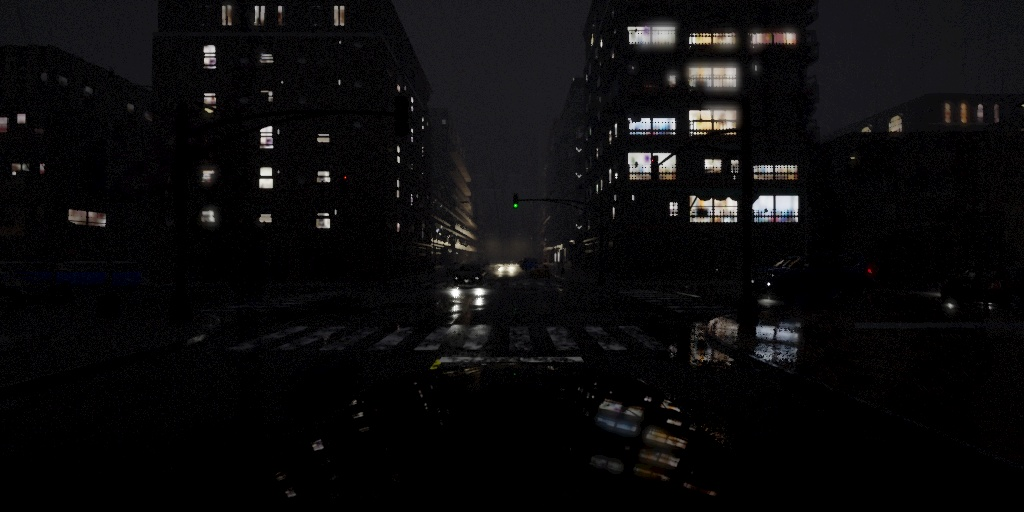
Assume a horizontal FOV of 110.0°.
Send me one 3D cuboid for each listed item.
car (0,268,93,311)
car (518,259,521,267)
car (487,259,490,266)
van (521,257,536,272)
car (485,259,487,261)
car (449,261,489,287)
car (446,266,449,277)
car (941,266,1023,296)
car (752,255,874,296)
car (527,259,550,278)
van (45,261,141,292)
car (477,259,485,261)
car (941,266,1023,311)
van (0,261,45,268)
[{"bbox_3d":[-19.369,1.290,13.618,4.403,1.370,2.007,0,0,1],"label":"car"},{"bbox_3d":[2.427,1.099,53.035,2.192,1.841,5.009,0,0,0],"label":"car"},{"bbox_3d":[-5.484,1.381,64.271,1.802,1.307,4.207,0,0,0],"label":"car"},{"bbox_3d":[2.475,1.119,47.382,1.690,1.789,3.998,0,0,0],"label":"van"},{"bbox_3d":[-5.468,1.317,58.443,1.751,1.417,4.829,0,0,0],"label":"car"},{"bbox_3d":[-2.811,1.296,24.525,1.837,1.490,4.892,0,0,0],"label":"car"},{"bbox_3d":[-5.537,1.317,35.982,2.007,1.370,4.403,0,0,0],"label":"car"},{"bbox_3d":[25.563,1.243,18.460,4.674,1.442,1.812,0,-1,0],"label":"car"},{"bbox_3d":[15.253,0.960,18.593,5.566,2.045,2.150,0,-1,2],"label":"car"},{"bbox_3d":[2.610,1.289,33.549,1.751,1.417,4.829,0,0,0],"label":"car"},{"bbox_3d":[-24.861,1.191,21.569,3.998,1.789,1.690,0,0,1],"label":"van"},{"bbox_3d":[-5.453,1.367,52.955,1.802,1.307,4.207,0,0,0],"label":"car"},{"bbox_3d":[18.658,1.103,13.128,4.097,1.591,1.967,0,0,1],"label":"car"},{"bbox_3d":[-30.455,1.201,21.641,3.998,1.789,1.690,0,0,1],"label":"van"}]
